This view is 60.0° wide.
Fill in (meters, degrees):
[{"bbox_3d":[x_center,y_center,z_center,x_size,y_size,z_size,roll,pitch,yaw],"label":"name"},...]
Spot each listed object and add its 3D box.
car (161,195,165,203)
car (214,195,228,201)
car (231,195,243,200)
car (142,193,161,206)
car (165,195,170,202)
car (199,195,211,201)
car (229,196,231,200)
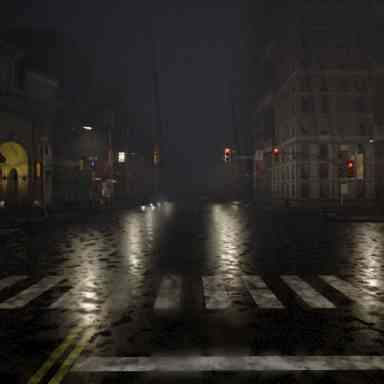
[{"bbox_3d":[-7.009,1.505,66.178,1.837,1.490,4.892,0,0,1],"label":"car"},{"bbox_3d":[7.088,1.525,85.317,2.128,1.511,4.902,0,0,25],"label":"car"},{"bbox_3d":[12.455,1.500,94.111,1.837,1.490,4.892,0,0,41],"label":"car"},{"bbox_3d":[-7.076,1.221,56.486,2.150,2.045,5.566,0,0,0],"label":"car"},{"bbox_3d":[-6.352,1.478,76.621,1.882,1.535,5.008,0,0,7],"label":"car"},{"bbox_3d":[3.287,1.524,85.339,1.812,1.442,4.674,0,0,22],"label":"car"},{"bbox_3d":[8.234,1.466,94.330,1.882,1.535,5.008,0,0,38],"label":"car"}]
